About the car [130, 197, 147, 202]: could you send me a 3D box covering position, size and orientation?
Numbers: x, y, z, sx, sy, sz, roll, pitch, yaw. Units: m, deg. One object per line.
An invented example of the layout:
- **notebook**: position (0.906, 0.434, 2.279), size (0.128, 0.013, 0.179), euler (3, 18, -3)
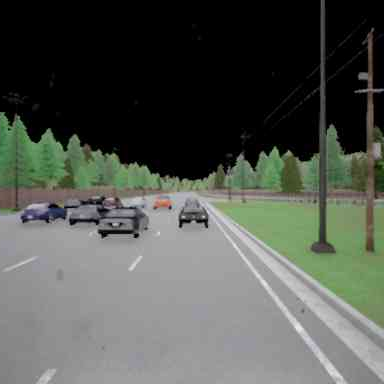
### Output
- **car**: position (-6.965, 1.353, 43.418), size (1.812, 1.442, 4.674), euler (0, 0, 1)

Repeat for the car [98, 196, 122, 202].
- **car**: position (-10.465, 1.351, 43.820), size (1.812, 1.442, 4.674), euler (0, 0, 1)

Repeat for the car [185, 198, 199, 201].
- **car**: position (0.018, 1.396, 42.592), size (1.994, 1.385, 4.181), euler (0, 0, 1)

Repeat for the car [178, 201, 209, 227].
- **car**: position (0.097, 1.512, 22.141), size (1.895, 1.301, 4.718), euler (0, 0, 0)

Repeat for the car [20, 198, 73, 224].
- **car**: position (-10.404, 1.431, 23.658), size (1.812, 1.442, 4.674), euler (0, 0, 0)

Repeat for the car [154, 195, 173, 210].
- **car**: position (-3.497, 1.188, 41.059), size (2.097, 1.767, 4.553), euler (0, 0, 0)

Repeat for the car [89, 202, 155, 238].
- **car**: position (-3.403, 1.478, 17.317), size (2.033, 1.411, 5.357), euler (0, 0, 0)

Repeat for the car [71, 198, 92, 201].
- **car**: position (-14.005, 1.404, 40.268), size (1.994, 1.385, 4.181), euler (0, 0, 0)

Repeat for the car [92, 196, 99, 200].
- **car**: position (-13.995, 1.278, 50.091), size (1.882, 1.535, 5.008), euler (0, 1, 0)

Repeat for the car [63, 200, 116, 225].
- **car**: position (-6.903, 1.473, 22.929), size (1.994, 1.385, 4.181), euler (0, 0, 0)
